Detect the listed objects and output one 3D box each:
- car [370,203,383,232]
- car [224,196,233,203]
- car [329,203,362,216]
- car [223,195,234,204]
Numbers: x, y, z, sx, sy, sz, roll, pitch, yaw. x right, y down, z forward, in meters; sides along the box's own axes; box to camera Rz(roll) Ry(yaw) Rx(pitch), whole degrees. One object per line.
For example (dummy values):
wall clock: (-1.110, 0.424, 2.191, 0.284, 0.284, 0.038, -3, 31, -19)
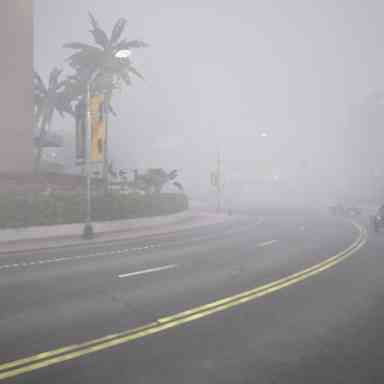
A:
car: (12.199, 1.433, 20.416, 2.097, 1.767, 4.553, 0, 0, 25)
car: (9.352, 1.861, 86.266, 2.185, 1.767, 4.553, 0, 0, 4)
car: (15.784, 1.755, 34.482, 1.895, 1.301, 4.718, 0, 0, 7)
car: (9.054, 1.948, 79.846, 2.097, 1.535, 5.008, 0, 0, 4)
